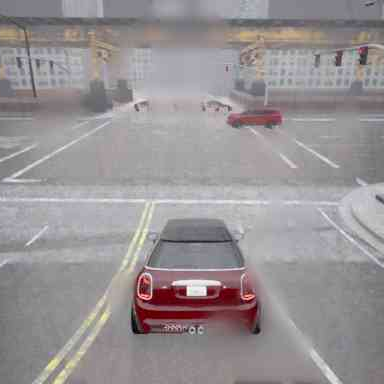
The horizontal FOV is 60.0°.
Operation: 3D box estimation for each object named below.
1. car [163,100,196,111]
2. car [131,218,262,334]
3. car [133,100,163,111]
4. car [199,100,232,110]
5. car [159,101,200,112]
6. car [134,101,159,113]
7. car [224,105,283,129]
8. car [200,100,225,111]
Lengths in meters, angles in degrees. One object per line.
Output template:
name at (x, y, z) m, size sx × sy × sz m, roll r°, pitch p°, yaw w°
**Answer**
car at (-1.826, -12.803, 49.074) m, size 4.536 × 1.218 × 1.853 m, roll -13°, pitch 23°, yaw -33°
car at (0.078, 1.344, 7.142) m, size 2.097 × 1.767 × 4.553 m, roll 0°, pitch 5°, yaw 0°
car at (-6.513, -12.836, 49.163) m, size 4.536 × 1.218 × 1.853 m, roll 18°, pitch 26°, yaw 42°
car at (3.469, -13.022, 49.706) m, size 4.536 × 1.218 × 1.853 m, roll 11°, pitch 22°, yaw 28°
car at (-1.868, -12.645, 49.097) m, size 4.974 × 1.542 × 2.038 m, roll -13°, pitch 23°, yaw -33°
car at (-6.476, -12.676, 49.181) m, size 4.974 × 1.542 × 2.038 m, roll 18°, pitch 26°, yaw 42°
car at (6.388, -7.567, 33.894) m, size 5.566 × 2.045 × 2.150 m, roll 1°, pitch 19°, yaw 1°
car at (3.514, -12.865, 49.734) m, size 4.974 × 1.542 × 2.038 m, roll 11°, pitch 22°, yaw 28°
